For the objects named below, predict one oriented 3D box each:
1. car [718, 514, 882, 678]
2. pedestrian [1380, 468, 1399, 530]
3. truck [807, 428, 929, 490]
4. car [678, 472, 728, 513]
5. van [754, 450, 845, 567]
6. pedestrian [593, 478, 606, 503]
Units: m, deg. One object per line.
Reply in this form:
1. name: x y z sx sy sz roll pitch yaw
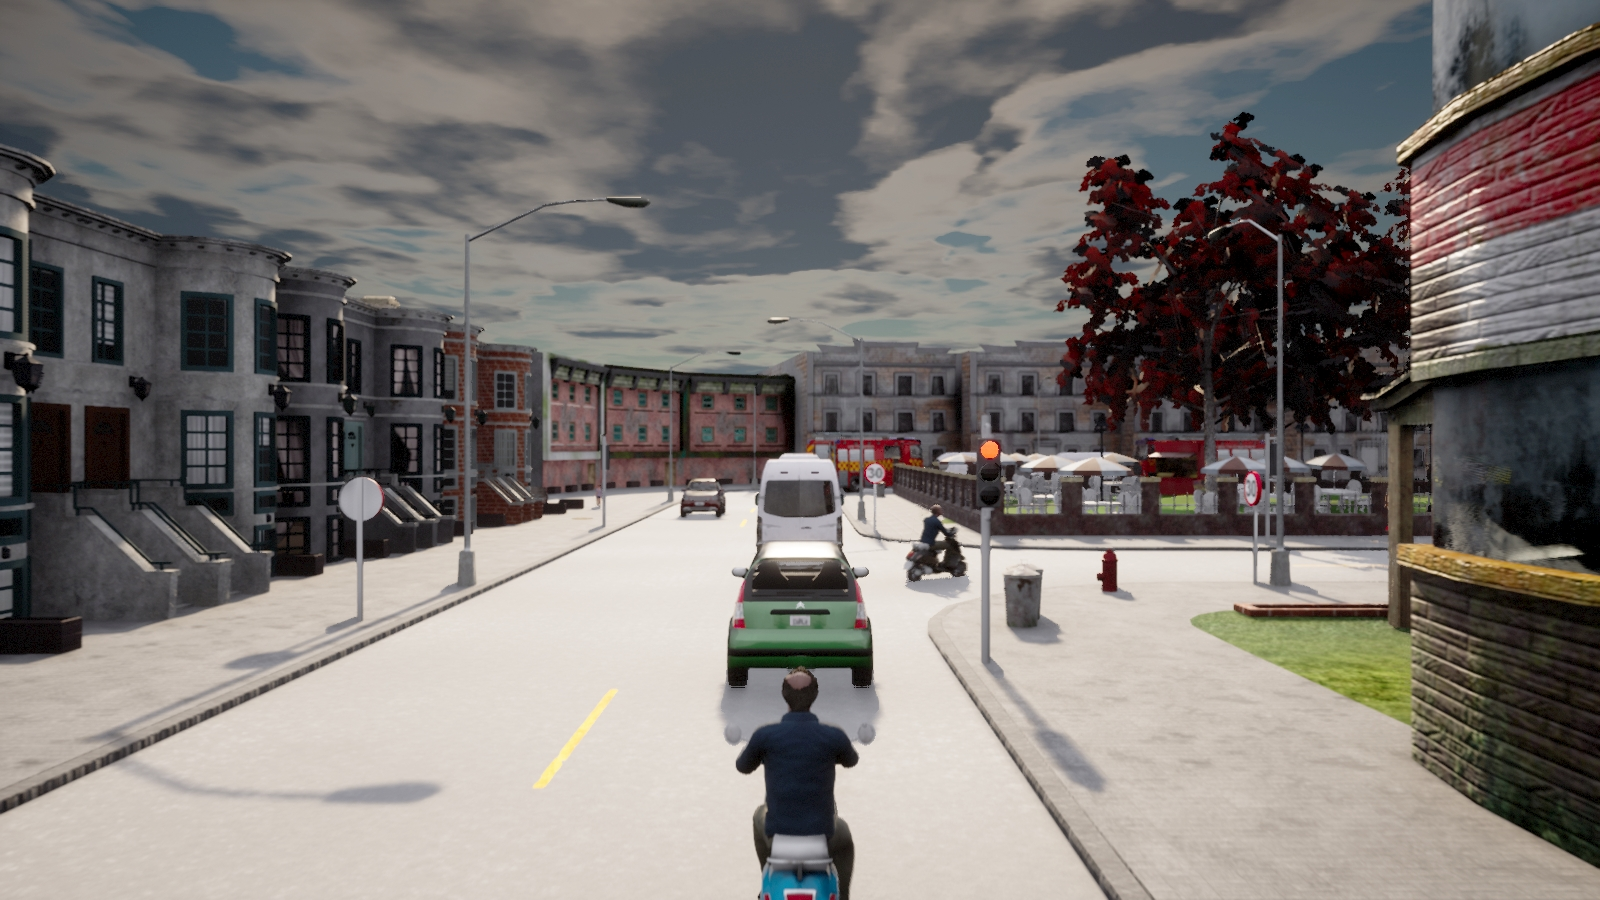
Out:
1. car: -0.004 1.758 14.871 1.851 1.617 3.988 0 0 0
2. pedestrian: 17.856 1.470 34.607 0.375 1.860 0.375 0 0 0
3. truck: 4.501 0.575 74.300 8.468 3.827 2.891 0 0 -43
4. car: -4.024 1.743 47.743 1.789 1.549 3.705 0 0 0
5. van: -0.015 1.277 28.003 1.988 2.561 5.915 0 0 0
6. pedestrian: -9.030 1.838 51.391 0.500 1.100 0.500 0 0 0
